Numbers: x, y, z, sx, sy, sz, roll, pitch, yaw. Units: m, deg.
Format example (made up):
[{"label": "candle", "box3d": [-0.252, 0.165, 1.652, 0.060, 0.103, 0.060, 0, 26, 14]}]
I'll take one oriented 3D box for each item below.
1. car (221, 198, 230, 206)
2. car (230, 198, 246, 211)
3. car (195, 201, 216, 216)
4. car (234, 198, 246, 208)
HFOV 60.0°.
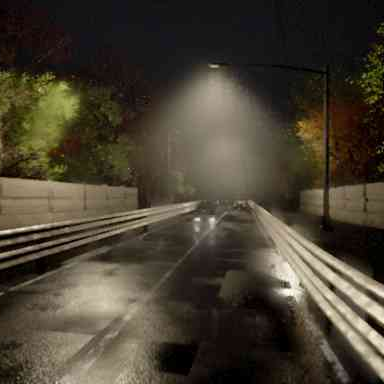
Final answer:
[{"label": "car", "box3d": [7.876, 2.224, 76.242, 2.097, 1.767, 4.553, 0, -1, 9]}, {"label": "car", "box3d": [6.831, 1.967, 47.770, 1.895, 1.301, 4.718, 0, -1, 9]}, {"label": "car", "box3d": [1.543, 1.713, 35.229, 1.837, 1.490, 4.892, 0, 0, 9]}, {"label": "car", "box3d": [8.322, 1.870, 57.561, 2.097, 1.767, 4.553, 0, -1, 9]}]
